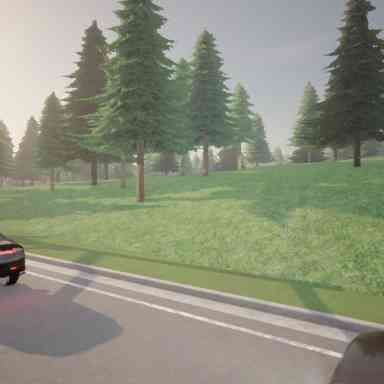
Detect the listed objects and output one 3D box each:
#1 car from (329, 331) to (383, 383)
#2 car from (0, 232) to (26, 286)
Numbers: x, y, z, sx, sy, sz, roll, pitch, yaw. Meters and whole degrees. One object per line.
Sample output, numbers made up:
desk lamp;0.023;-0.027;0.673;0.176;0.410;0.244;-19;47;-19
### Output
car;3.456;1.547;1.526;5.357;1.411;2.033;0;0;36
car;-6.015;1.492;8.174;4.902;1.511;2.128;0;0;36
